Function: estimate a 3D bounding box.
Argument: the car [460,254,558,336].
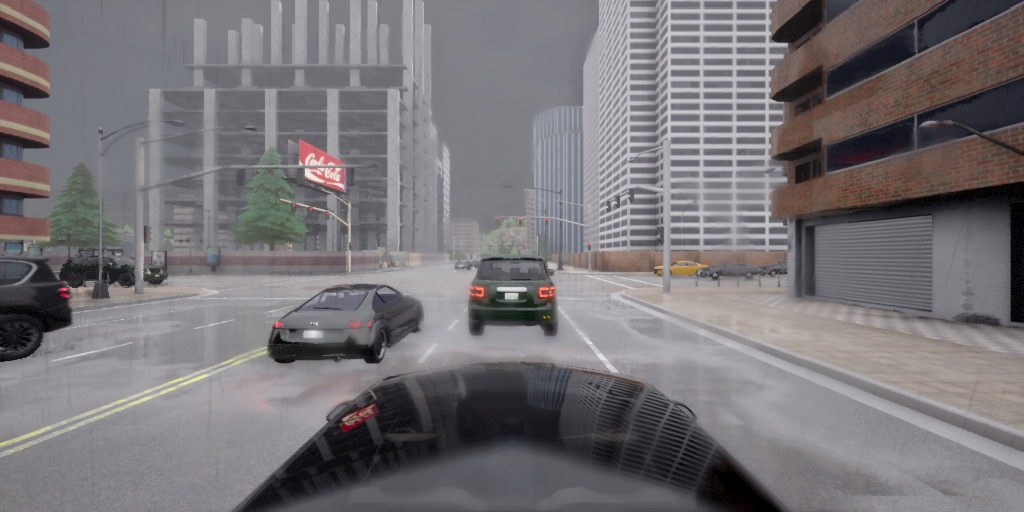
[{"bbox_3d":[0.098,0.971,10.525,2.150,2.045,5.566,0,0,2],"label":"car"}]

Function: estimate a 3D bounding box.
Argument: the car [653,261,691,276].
[{"bbox_3d":[16.292,1.228,34.735,5.008,1.535,1.882,0,0,0],"label":"car"}]

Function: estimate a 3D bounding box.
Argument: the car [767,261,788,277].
[{"bbox_3d":[26.228,1.241,34.726,4.902,1.511,2.128,0,0,0],"label":"car"}]

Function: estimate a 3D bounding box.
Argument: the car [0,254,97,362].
[{"bbox_3d":[-10.508,0.971,5.288,2.150,2.045,5.566,0,0,1],"label":"car"}]

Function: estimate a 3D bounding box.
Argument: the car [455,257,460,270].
[{"bbox_3d":[-6.841,1.241,50.673,2.128,1.511,4.902,0,0,0],"label":"car"}]

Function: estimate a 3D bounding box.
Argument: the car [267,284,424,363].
[{"bbox_3d":[-3.378,1.314,8.137,1.994,1.385,4.181,0,0,0],"label":"car"}]

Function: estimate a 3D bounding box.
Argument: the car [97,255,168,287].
[{"bbox_3d":[-26.558,0.971,24.034,5.566,2.045,2.150,0,0,0],"label":"car"}]

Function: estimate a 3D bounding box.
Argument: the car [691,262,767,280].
[{"bbox_3d":[18.770,1.241,31.234,4.902,1.511,2.128,0,0,0],"label":"car"}]

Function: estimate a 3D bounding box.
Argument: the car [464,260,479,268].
[{"bbox_3d":[-6.775,1.314,59.783,1.994,1.385,4.181,0,0,1],"label":"car"}]
